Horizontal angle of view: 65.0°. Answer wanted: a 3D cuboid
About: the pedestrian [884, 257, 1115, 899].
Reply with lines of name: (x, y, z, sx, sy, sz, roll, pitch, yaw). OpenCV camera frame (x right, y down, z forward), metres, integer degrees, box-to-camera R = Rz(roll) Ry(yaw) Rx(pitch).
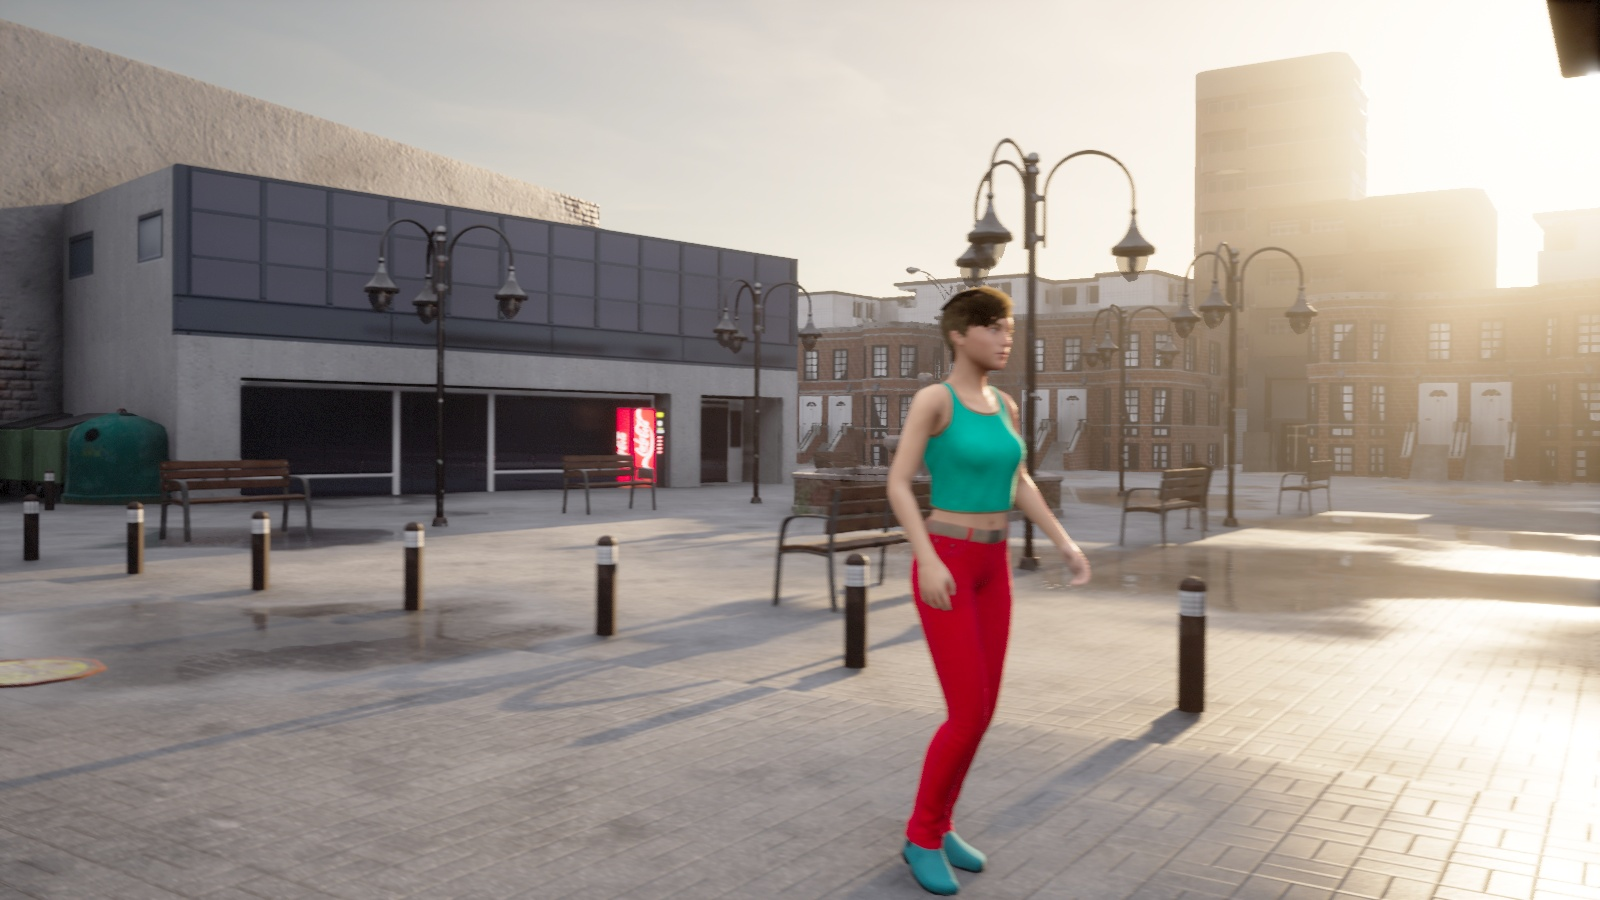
pedestrian: (0.596, 0.383, 3.808, 0.345, 1.836, 0.594, -1, 1, -41)
